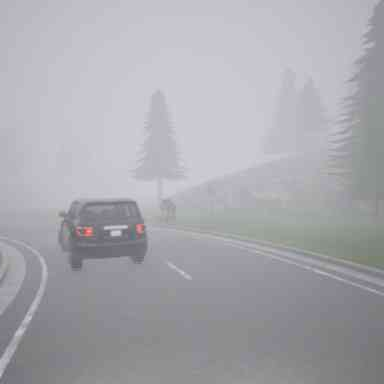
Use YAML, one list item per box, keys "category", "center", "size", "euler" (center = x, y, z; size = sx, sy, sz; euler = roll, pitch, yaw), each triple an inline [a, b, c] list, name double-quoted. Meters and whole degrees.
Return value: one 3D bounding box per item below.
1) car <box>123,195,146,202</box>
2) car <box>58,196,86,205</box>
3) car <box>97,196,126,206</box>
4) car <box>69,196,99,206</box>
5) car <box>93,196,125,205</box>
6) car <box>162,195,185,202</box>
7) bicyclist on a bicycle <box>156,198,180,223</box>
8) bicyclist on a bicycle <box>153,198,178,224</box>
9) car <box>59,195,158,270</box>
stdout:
- category: "car"
  center: [-12.621, 1.375, 73.289]
  size: [1.882, 1.535, 5.008]
  euler: [-1, 0, 39]
- category: "car"
  center: [-22.173, 1.604, 61.506]
  size: [1.812, 1.442, 4.674]
  euler: [-1, 0, 39]
- category: "car"
  center: [-13.426, 1.502, 55.702]
  size: [1.812, 1.442, 4.674]
  euler: [-1, 0, 39]
- category: "car"
  center: [-19.273, 1.522, 59.562]
  size: [1.882, 1.535, 5.008]
  euler: [-1, 0, 39]
- category: "car"
  center: [-14.803, 1.529, 59.516]
  size: [2.033, 1.411, 5.357]
  euler: [-1, 0, 40]
- category: "car"
  center: [-3.571, 1.389, 67.784]
  size: [1.895, 1.301, 4.718]
  euler: [-1, 0, 39]
- category: "bicyclist on a bicycle"
  center: [-1.425, 1.237, 21.898]
  size: [1.656, 1.620, 0.582]
  euler: [-1, 1, -43]
- category: "bicyclist on a bicycle"
  center: [-1.764, 1.240, 22.253]
  size: [1.656, 1.620, 0.582]
  euler: [-1, 1, -44]
- category: "car"
  center: [-3.210, 1.222, 11.440]
  size: [2.150, 2.045, 5.566]
  euler: [-1, 0, -25]
